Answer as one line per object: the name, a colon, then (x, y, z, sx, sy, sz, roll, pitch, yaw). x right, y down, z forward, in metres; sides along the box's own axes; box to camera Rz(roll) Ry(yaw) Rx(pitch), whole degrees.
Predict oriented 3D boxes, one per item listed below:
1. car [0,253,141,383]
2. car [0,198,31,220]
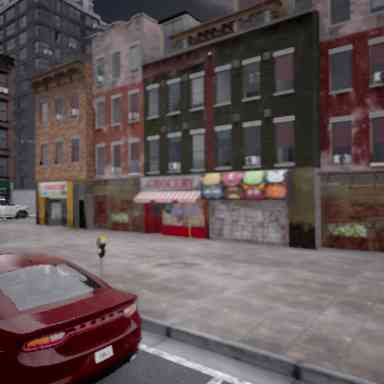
car: (-2.732, 1.561, 4.769, 4.507, 1.381, 1.887, 0, -1, 36)
car: (-17.827, 1.585, 30.472, 2.150, 2.045, 5.566, -1, -2, 36)
